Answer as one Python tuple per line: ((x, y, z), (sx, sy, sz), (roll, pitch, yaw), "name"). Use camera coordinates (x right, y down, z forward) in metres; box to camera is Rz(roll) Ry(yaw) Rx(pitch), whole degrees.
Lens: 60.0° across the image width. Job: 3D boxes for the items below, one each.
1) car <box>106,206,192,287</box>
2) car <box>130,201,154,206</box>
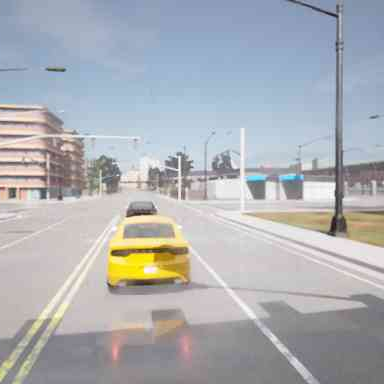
((-1.224, 1.394, 9.177), (1.882, 1.535, 5.008), (0, 1, -9), "car")
((-3.177, 1.287, 21.020), (1.882, 1.535, 5.008), (0, 1, -9), "car")
